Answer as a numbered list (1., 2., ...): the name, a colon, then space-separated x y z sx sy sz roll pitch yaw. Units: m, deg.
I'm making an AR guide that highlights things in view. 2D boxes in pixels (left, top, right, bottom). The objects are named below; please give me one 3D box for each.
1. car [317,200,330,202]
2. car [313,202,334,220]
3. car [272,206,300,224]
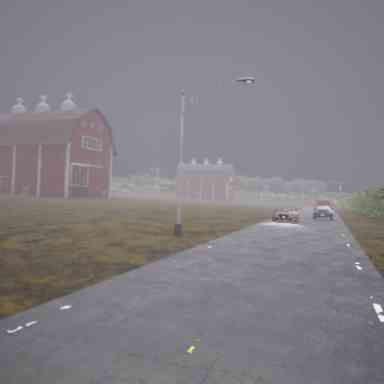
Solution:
1. car: 17.737 2.063 44.838 2.150 2.045 5.566 2 0 22
2. car: 13.702 2.120 34.758 1.812 1.442 4.674 2 0 22
3. car: 8.188 1.904 28.799 1.994 1.385 4.181 2 0 22
